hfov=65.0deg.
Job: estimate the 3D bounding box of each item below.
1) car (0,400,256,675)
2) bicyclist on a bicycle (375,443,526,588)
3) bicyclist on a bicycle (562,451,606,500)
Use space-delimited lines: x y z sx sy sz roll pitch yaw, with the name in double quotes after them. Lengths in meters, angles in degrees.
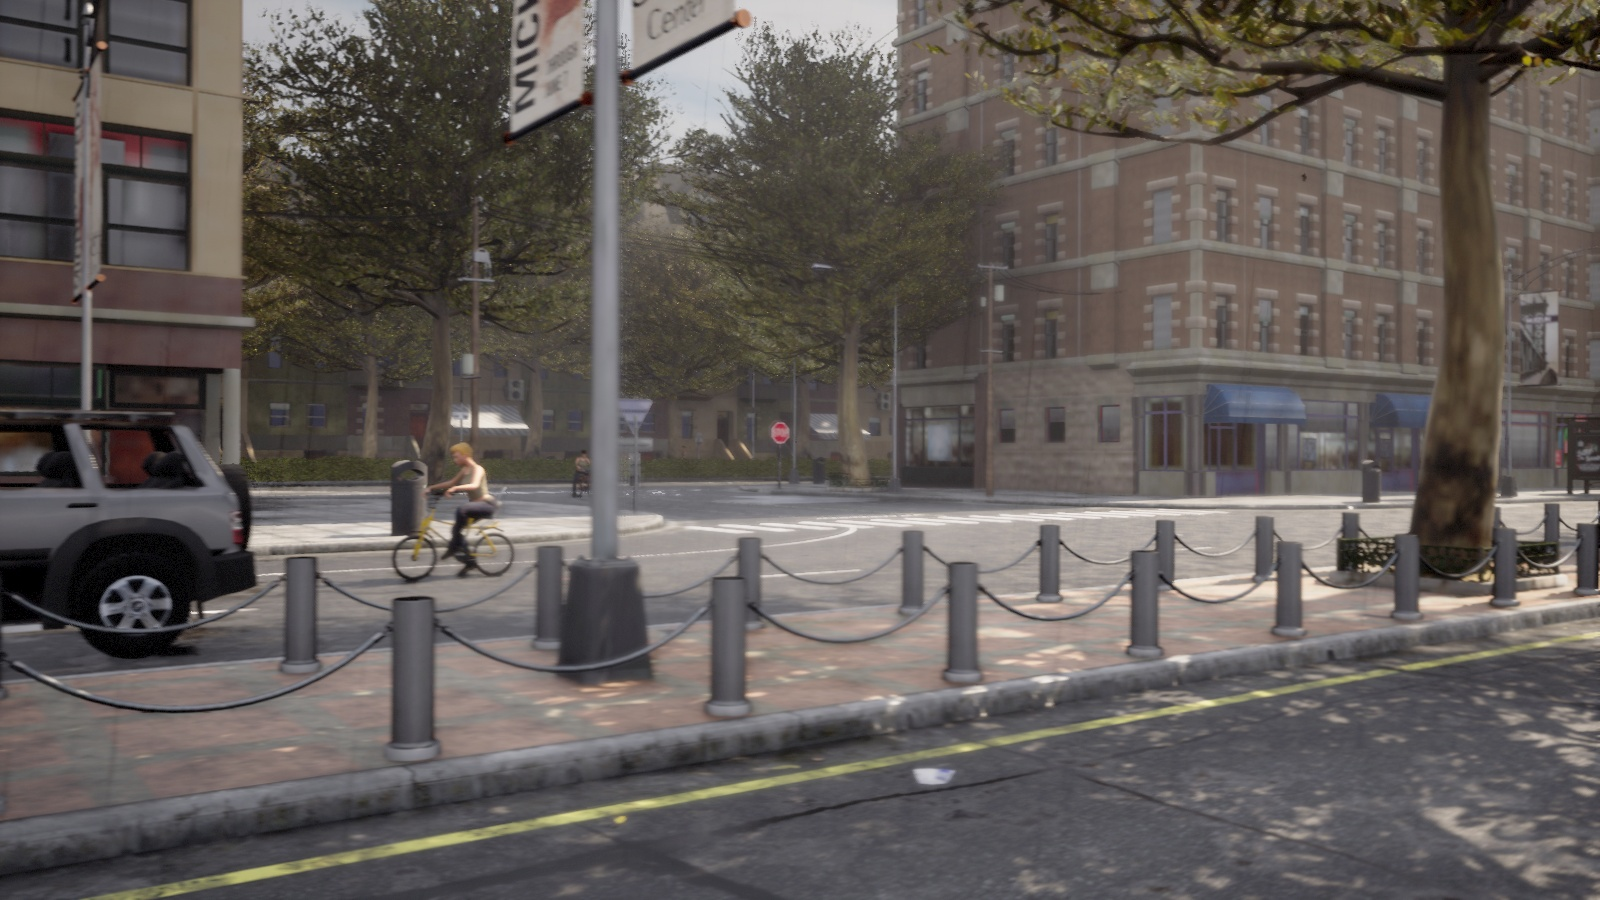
-6.507 0.596 8.849 4.605 1.855 1.932 0 0 -35 "car"
-4.123 0.735 14.825 1.509 1.612 0.866 0 0 -35 "bicyclist on a bicycle"
-7.284 0.832 42.301 0.866 1.612 1.509 0 0 -36 "bicyclist on a bicycle"
